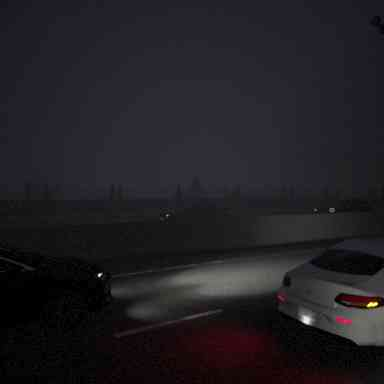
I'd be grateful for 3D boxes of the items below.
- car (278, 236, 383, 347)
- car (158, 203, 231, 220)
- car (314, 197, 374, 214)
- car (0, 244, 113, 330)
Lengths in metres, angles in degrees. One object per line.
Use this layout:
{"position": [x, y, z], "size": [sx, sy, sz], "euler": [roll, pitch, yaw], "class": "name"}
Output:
{"position": [3.546, 1.515, 5.795], "size": [4.674, 1.442, 1.812], "euler": [0, 0, -32], "class": "car"}
{"position": [0.252, 1.481, 24.207], "size": [5.357, 1.411, 2.033], "euler": [0, 0, -27], "class": "car"}
{"position": [11.596, 1.303, 25.468], "size": [4.553, 1.767, 2.097], "euler": [0, 0, -21], "class": "car"}
{"position": [-3.738, 1.470, 5.217], "size": [4.902, 1.511, 2.128], "euler": [0, 0, -35], "class": "car"}
